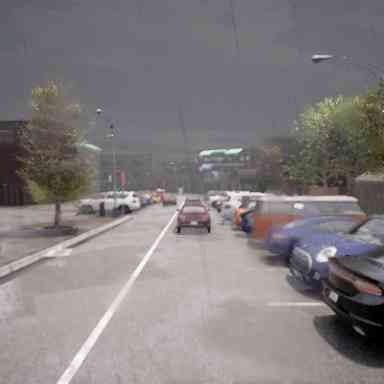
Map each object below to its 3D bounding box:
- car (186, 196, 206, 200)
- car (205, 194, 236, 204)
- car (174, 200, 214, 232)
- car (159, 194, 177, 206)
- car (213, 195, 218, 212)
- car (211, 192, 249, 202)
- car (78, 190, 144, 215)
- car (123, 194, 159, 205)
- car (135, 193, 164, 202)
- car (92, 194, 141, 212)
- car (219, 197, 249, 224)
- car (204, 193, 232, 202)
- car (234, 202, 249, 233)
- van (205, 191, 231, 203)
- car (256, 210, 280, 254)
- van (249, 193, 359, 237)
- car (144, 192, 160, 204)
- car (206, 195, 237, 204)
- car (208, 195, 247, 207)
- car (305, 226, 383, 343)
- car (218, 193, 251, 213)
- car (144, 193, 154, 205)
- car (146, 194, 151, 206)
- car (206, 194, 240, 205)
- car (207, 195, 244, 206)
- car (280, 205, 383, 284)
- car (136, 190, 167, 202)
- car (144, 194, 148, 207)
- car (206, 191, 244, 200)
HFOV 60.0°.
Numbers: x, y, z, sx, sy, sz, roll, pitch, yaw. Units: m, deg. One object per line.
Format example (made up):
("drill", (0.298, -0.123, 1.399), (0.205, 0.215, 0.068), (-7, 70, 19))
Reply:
("car", (0.104, 1.245, 36.985), (2.128, 1.511, 4.902), (0, 0, 0))
("car", (4.662, 1.112, 55.268), (4.892, 1.521, 2.231), (0, 1, 0))
("car", (0.101, 1.398, 19.093), (1.812, 1.442, 4.674), (0, 0, 0))
("car", (-3.054, 1.168, 46.408), (1.882, 1.535, 5.008), (0, 0, 0))
("car", (4.623, 1.308, 30.131), (4.792, 1.488, 2.163), (0, 0, 0))
("car", (4.685, 1.115, 35.840), (4.553, 1.767, 2.185), (0, 0, 0))
("car", (-7.705, 1.021, 31.178), (5.566, 2.045, 2.435), (0, 0, 0))
("car", (-7.859, 1.132, 51.746), (5.366, 1.575, 1.946), (0, 0, 0))
("car", (-7.678, 1.050, 60.458), (5.008, 1.535, 2.097), (0, 1, 0))
("car", (-7.645, 1.128, 33.992), (4.553, 1.767, 2.185), (0, 0, 0))
("car", (4.682, 1.345, 24.541), (4.792, 1.488, 2.163), (0, 0, 0))
("car", (4.651, 1.042, 60.870), (4.892, 1.521, 2.231), (0, 2, 0))
("car", (4.679, 1.401, 16.163), (4.792, 1.488, 2.163), (0, 0, 0))
("van", (4.540, 0.861, 58.060), (4.442, 1.987, 1.878), (0, 1, 0))
("car", (4.648, 1.449, 10.574), (4.674, 1.452, 2.002), (0, 0, 0))
("van", (4.768, 1.164, 13.365), (4.442, 1.987, 1.878), (0, 0, 0))
("car", (-7.681, 1.157, 48.684), (4.892, 1.521, 2.231), (0, 0, 0))
("car", (4.658, 1.170, 52.478), (4.674, 1.452, 2.002), (0, 0, 0))
("car", (4.649, 1.186, 44.097), (5.008, 1.535, 2.097), (0, 0, 0))
("car", (4.645, 1.445, 5.111), (5.008, 1.535, 2.097), (0, 0, 0))
("car", (4.684, 1.172, 27.334), (4.553, 1.767, 2.185), (0, 0, 0))
("car", (-7.705, 1.224, 42.933), (4.792, 1.488, 2.163), (0, 0, 0))
("car", (-7.673, 1.254, 39.994), (4.674, 1.452, 2.002), (0, 0, 0))
("car", (4.649, 1.149, 49.808), (4.892, 1.521, 2.231), (0, 0, 0))
("car", (4.661, 1.168, 46.890), (4.892, 1.521, 2.231), (0, 0, 0))
("car", (4.681, 1.302, 7.780), (4.553, 1.767, 2.185), (0, 0, 0))
("car", (-7.644, 0.732, 63.397), (5.566, 2.045, 2.435), (0, 1, 0))
("car", (-7.673, 1.274, 36.932), (4.674, 1.452, 2.002), (0, 0, 0))
("car", (4.626, 0.953, 41.301), (5.566, 2.045, 2.435), (0, 0, 0))
